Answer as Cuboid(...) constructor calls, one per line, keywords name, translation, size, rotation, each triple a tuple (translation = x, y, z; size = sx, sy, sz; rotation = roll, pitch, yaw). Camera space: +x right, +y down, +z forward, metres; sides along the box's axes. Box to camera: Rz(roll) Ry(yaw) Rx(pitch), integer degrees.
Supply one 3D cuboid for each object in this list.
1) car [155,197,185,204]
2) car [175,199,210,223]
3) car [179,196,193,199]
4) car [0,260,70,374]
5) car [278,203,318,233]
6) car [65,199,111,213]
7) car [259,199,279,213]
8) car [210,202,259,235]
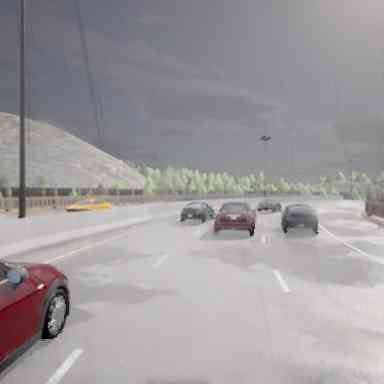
Cuboid(name="car", translation=(-2.845, 1.508, 37.203), size=(1.895, 1.301, 4.718), rotation=(0, 0, 22))
Cuboid(name="car", translation=(0.497, 1.472, 25.079), size=(1.812, 1.442, 4.674), rotation=(0, 0, 16))
Cuboid(name="car", translation=(-1.479, 1.406, 55.334), size=(1.837, 1.490, 4.892), rotation=(0, 0, 32))
Cuboid(name="car", translation=(-3.132, 1.332, 3.700), size=(2.097, 1.767, 4.553), rotation=(0, 0, 2))
Cuboid(name="car", translation=(6.256, 1.485, 19.629), size=(1.837, 1.490, 4.892), rotation=(0, 0, 14))
Cuboid(name="car", translation=(-9.221, 1.377, 29.810), size=(1.882, 1.535, 5.008), rotation=(0, 0, 18))
Cuboid(name="car", translation=(8.699, 1.498, 37.037), size=(2.033, 1.411, 5.357), rotation=(0, 0, 25))
Cuboid(name="car", translation=(2.529, 1.319, 18.754), size=(2.097, 1.767, 4.553), rotation=(0, 0, 12))
